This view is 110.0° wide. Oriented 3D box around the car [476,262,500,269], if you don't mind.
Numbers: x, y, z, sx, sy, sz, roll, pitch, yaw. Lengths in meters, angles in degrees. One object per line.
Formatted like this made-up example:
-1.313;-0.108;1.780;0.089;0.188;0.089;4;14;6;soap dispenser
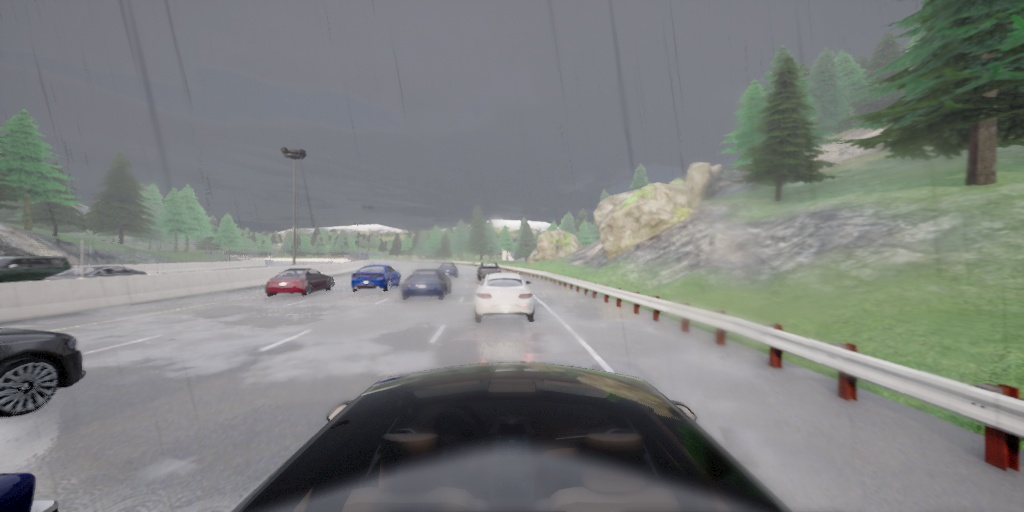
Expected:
-1.971;1.250;30.058;2.128;1.511;4.902;0;0;-8;car

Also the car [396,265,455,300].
-4.178;1.325;18.034;1.994;1.385;4.181;0;0;-4;car

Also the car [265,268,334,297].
-11.327;1.339;19.428;1.994;1.385;4.181;0;0;-5;car

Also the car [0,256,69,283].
-29.189;1.033;20.841;2.150;2.045;5.566;0;0;-6;car

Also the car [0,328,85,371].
-6.987;1.256;3.030;2.128;1.511;4.902;0;0;0;car

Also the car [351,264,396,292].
-8.001;1.247;21.532;1.882;1.535;5.008;0;0;-5;car

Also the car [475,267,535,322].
-0.279;1.278;12.277;1.812;1.442;4.674;0;0;-3;car

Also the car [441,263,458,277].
-6.310;1.332;35.321;1.994;1.385;4.181;0;0;-9;car

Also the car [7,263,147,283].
-21.979;1.288;18.826;2.128;1.511;4.902;0;0;-5;car
